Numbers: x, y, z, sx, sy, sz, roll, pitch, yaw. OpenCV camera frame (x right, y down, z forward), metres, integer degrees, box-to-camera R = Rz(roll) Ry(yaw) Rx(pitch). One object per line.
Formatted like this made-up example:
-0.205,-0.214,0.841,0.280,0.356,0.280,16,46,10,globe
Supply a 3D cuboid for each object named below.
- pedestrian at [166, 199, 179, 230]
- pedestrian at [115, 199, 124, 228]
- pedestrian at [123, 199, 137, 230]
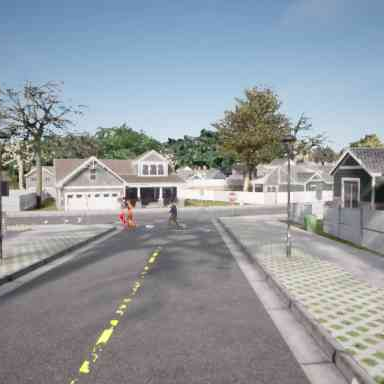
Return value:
-1.119,1.275,18.869,0.375,1.860,0.375,-3,3,0,pedestrian
-4.247,1.275,20.085,0.375,1.860,0.375,-3,3,0,pedestrian
-3.627,1.274,19.488,0.375,1.860,0.375,-3,3,0,pedestrian
